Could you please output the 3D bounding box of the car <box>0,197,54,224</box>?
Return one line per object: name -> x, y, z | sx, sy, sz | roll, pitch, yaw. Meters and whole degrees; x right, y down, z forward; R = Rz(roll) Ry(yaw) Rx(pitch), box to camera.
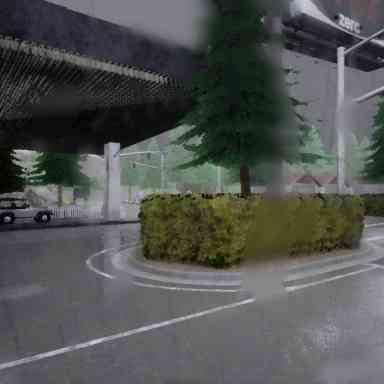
car -> -11.982, 1.313, 23.468 | 3.866, 1.878, 1.905 | 0, 0, -36
